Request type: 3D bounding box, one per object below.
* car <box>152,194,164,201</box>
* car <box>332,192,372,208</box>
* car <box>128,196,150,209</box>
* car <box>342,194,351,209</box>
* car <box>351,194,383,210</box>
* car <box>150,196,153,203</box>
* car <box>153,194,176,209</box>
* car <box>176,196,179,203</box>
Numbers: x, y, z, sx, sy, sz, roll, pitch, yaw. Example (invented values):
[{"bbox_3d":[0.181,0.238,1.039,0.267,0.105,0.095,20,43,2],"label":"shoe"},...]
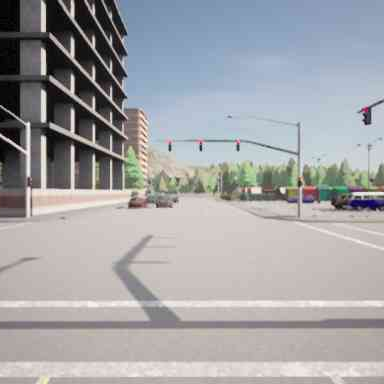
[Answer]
[{"bbox_3d":[-6.981,1.072,69.266,2.033,1.411,5.357,0,0,0],"label":"car"},{"bbox_3d":[25.220,1.135,52.623,4.605,1.855,1.932,0,0,1],"label":"car"},{"bbox_3d":[-7.202,1.416,43.912,1.882,1.535,5.008,0,0,0],"label":"car"},{"bbox_3d":[25.238,1.349,49.940,3.905,1.438,1.784,0,0,1],"label":"car"},{"bbox_3d":[25.203,1.385,47.045,3.806,1.475,1.970,0,0,1],"label":"car"},{"bbox_3d":[-7.034,1.425,58.830,1.837,1.490,4.892,0,-1,0],"label":"car"},{"bbox_3d":[-3.691,1.290,45.105,2.097,1.767,4.553,0,0,0],"label":"car"},{"bbox_3d":[-3.532,1.474,64.300,1.994,1.385,4.181,0,0,1],"label":"car"}]
